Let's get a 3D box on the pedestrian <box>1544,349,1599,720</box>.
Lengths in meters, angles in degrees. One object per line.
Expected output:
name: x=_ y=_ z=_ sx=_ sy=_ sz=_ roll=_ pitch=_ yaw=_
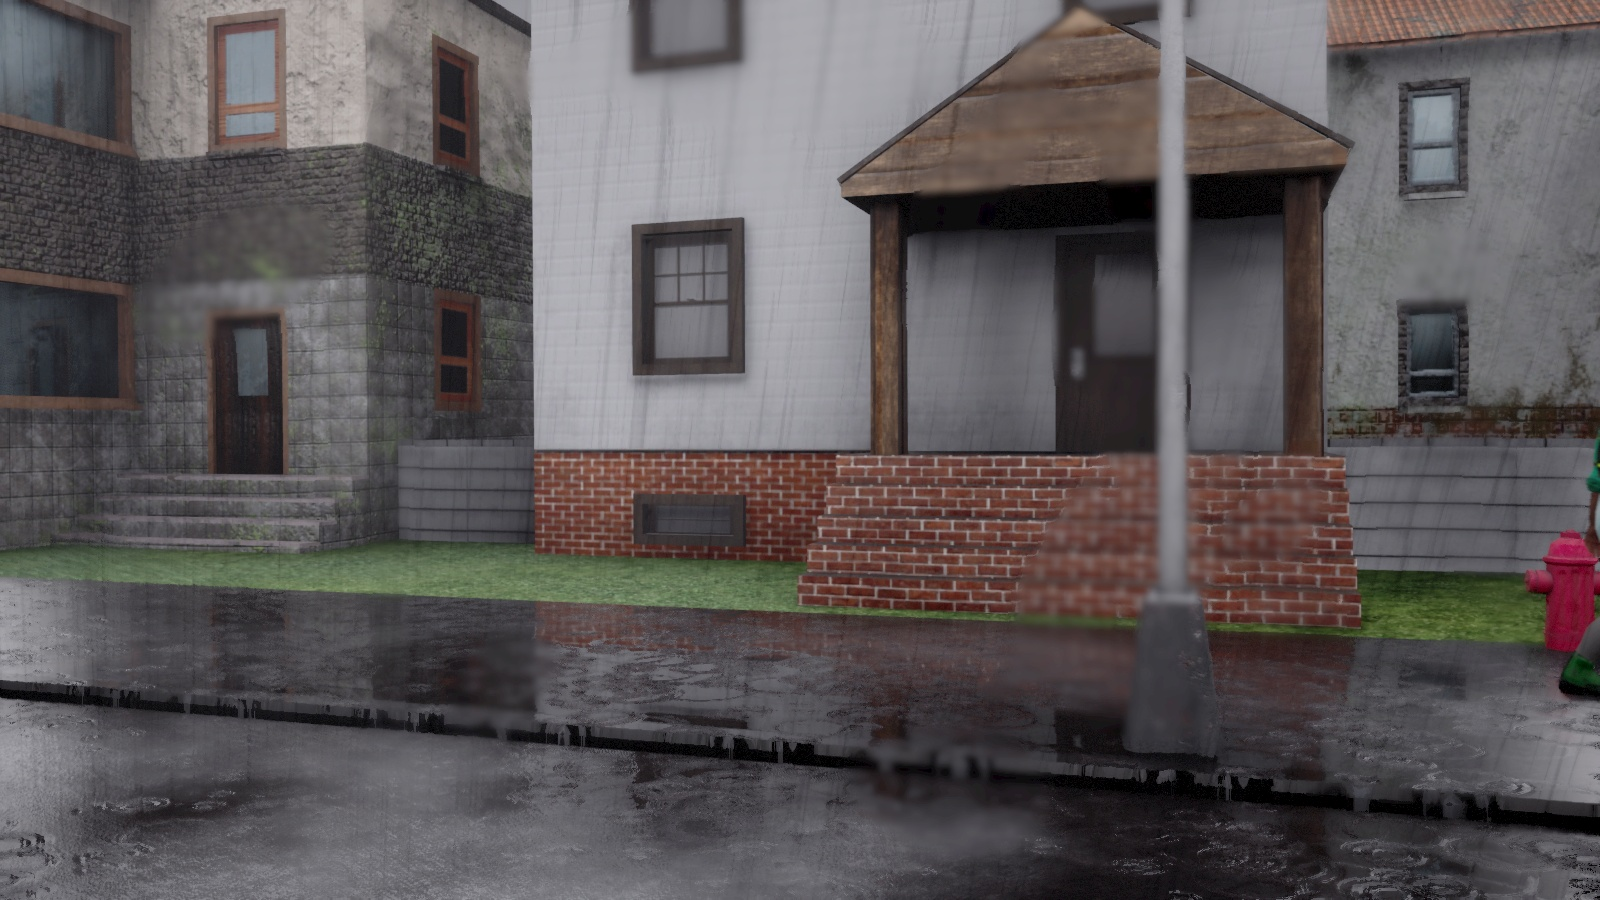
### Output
pedestrian: x=4.648 y=0.444 z=6.819 sx=0.873 sy=1.952 sz=0.659 roll=0 pitch=1 yaw=14
